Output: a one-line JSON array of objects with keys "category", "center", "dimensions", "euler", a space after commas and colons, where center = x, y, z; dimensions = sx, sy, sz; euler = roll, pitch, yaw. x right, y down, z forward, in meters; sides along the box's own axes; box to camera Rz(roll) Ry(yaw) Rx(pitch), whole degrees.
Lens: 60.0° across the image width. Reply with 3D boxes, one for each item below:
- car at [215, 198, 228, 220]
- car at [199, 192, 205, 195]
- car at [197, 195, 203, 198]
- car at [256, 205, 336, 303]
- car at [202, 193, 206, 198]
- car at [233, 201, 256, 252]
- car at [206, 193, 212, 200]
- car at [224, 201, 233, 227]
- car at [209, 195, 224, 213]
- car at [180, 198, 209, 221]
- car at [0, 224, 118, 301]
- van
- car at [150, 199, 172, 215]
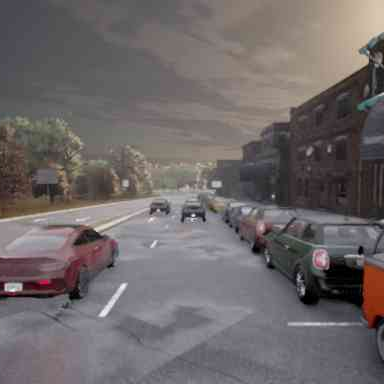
[{"category": "car", "center": [3.224, 1.444, 24.827], "dimensions": [2.231, 1.521, 4.892], "euler": [0, 0, 0]}, {"category": "car", "center": [3.203, 1.125, 69.189], "dimensions": [2.435, 2.045, 5.566], "euler": [0, 0, 0]}, {"category": "car", "center": [0.097, 1.461, 42.980], "dimensions": [1.812, 1.442, 4.674], "euler": [0, 0, 0]}, {"category": "car", "center": [3.225, 1.342, 8.352], "dimensions": [2.185, 1.767, 4.553], "euler": [0, 0, 0]}, {"category": "car", "center": [3.212, 1.394, 57.979], "dimensions": [2.231, 1.521, 4.892], "euler": [0, 0, 0]}, {"category": "car", "center": [3.225, 1.334, 13.877], "dimensions": [2.185, 1.767, 4.553], "euler": [0, 0, 0]}, {"category": "car", "center": [3.225, 1.293, 41.378], "dimensions": [2.185, 1.767, 4.553], "euler": [0, 0, 0]}, {"category": "car", "center": [3.225, 1.491, 19.306], "dimensions": [2.002, 1.452, 4.674], "euler": [0, 0, 0]}, {"category": "car", "center": [3.223, 1.423, 36.069], "dimensions": [1.946, 1.575, 5.366], "euler": [0, 0, 0]}, {"category": "car", "center": [0.100, 1.463, 26.650], "dimensions": [1.837, 1.490, 4.892], "euler": [0, -1, 0]}, {"category": "car", "center": [-3.149, 1.513, 8.188], "dimensions": [1.812, 1.442, 4.674], "euler": [0, 0, 0]}, {"category": "van", "center": [3.225, 1.250, 2.975], "dimensions": [1.878, 1.987, 4.442], "euler": [0, 0, 0]}, {"category": "car", "center": [-3.152, 1.454, 33.655], "dimensions": [1.837, 1.490, 4.892], "euler": [0, 0, 0]}]
